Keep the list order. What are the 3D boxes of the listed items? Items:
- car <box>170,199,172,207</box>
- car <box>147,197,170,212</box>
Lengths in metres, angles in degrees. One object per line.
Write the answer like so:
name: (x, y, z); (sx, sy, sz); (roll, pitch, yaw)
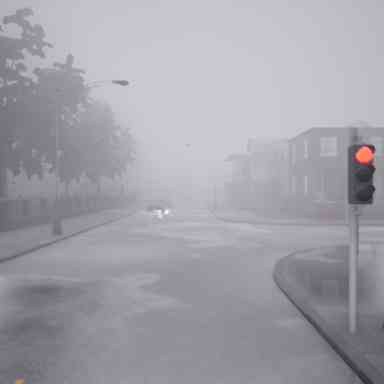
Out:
car: (-4.021, 1.493, 49.279); (2.128, 1.511, 4.902); (0, 0, 0)
car: (-4.050, 1.548, 38.940); (2.033, 1.411, 5.357); (0, 0, 0)
